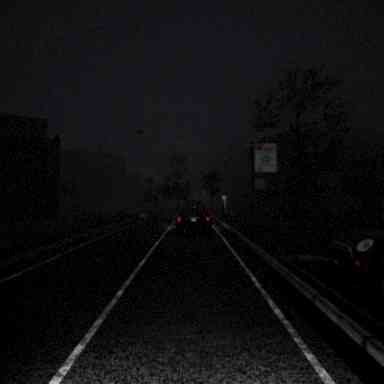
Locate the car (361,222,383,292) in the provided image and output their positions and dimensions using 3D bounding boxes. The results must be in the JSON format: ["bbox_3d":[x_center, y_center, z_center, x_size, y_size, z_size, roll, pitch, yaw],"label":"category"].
[{"bbox_3d":[6.218,1.463,6.157,5.008,1.535,2.097,0,0,-1],"label":"car"}]

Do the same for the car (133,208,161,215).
[{"bbox_3d":[-3.257,1.493,24.755,2.128,1.511,4.902,0,-1,0],"label":"car"}]

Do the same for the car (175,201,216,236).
[{"bbox_3d":[0.095,1.594,20.283,2.097,1.767,4.553,0,-1,0],"label":"car"}]

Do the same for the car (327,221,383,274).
[{"bbox_3d":[6.216,1.346,9.193,4.553,1.767,2.185,0,0,-1],"label":"car"}]
